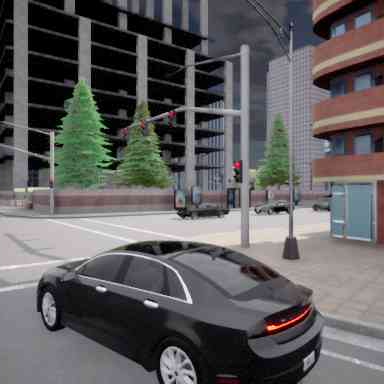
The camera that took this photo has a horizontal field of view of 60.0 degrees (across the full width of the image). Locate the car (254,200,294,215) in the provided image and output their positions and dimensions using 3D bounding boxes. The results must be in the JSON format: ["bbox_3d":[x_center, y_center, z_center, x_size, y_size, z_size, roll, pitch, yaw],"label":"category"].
[{"bbox_3d":[8.566,1.546,34.543,4.902,1.511,2.128,0,0,-35],"label":"car"}]

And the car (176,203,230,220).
[{"bbox_3d":[0.973,1.655,29.125,4.718,1.301,1.895,0,0,-36],"label":"car"}]

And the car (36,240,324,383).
[{"bbox_3d":[-0.602,1.505,5.065,4.892,1.490,1.837,0,0,41],"label":"car"}]

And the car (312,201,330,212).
[{"bbox_3d":[16.663,1.406,40.295,4.553,1.767,2.097,0,0,-35],"label":"car"}]
